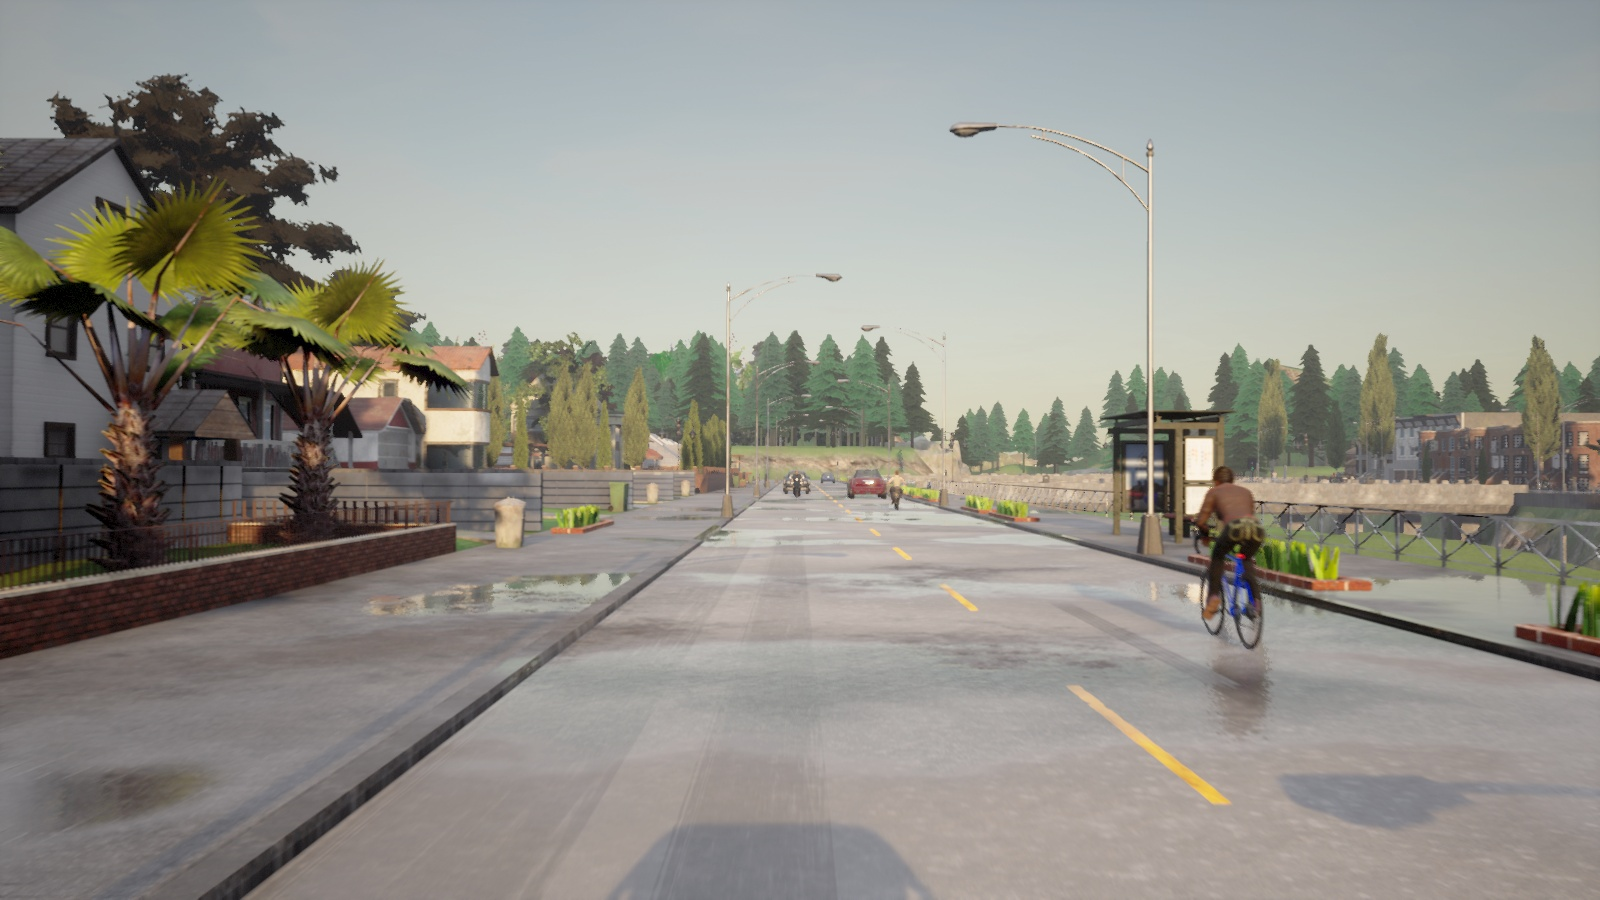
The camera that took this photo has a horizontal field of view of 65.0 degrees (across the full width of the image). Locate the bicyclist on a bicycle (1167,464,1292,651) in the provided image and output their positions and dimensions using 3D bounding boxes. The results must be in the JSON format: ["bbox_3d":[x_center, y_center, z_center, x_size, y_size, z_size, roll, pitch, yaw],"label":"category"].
[{"bbox_3d":[3.972,0.948,11.745,0.582,1.620,1.656,0,-1,0],"label":"bicyclist on a bicycle"}]

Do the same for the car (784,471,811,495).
[{"bbox_3d":[-0.201,2.222,85.306,1.789,1.549,3.705,0,-1,0],"label":"car"}]

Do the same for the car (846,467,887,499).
[{"bbox_3d":[3.829,1.875,72.737,2.097,1.767,4.553,0,-1,0],"label":"car"}]
